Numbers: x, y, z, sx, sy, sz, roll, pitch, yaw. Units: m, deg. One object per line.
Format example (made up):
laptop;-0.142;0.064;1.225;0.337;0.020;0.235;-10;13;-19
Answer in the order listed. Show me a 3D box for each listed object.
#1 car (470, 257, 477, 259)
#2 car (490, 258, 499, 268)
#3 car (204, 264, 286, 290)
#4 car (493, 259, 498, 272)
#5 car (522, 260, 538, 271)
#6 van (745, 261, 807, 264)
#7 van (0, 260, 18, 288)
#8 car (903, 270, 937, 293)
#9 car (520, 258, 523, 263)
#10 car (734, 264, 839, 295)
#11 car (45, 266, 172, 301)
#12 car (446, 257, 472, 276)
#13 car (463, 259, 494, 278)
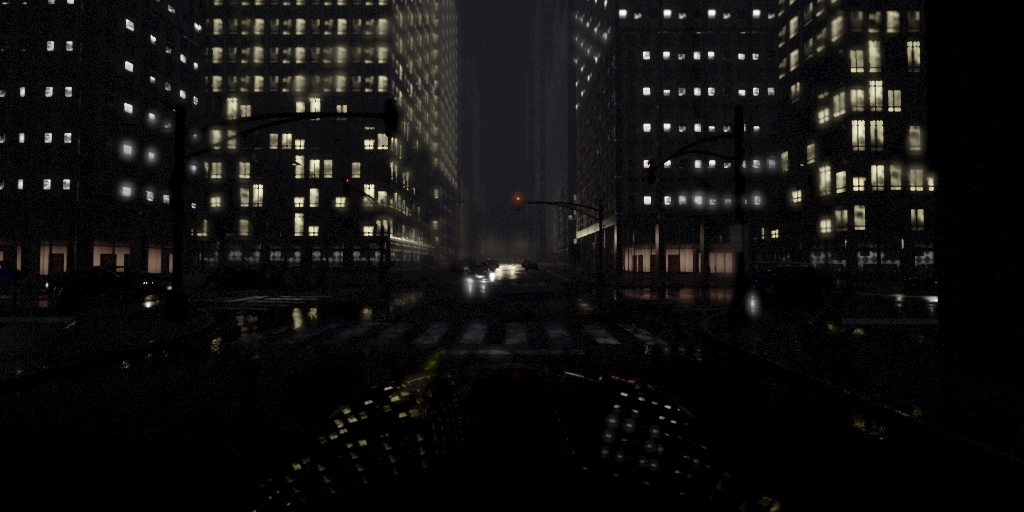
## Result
car;-5.705;1.082;48.752;2.192;1.841;5.009;0;0;0
car;-3.094;1.250;58.749;1.882;1.535;5.008;0;0;0
car;-16.499;1.255;22.162;4.097;1.591;1.967;0;0;0
car;-3.113;1.367;44.620;1.895;1.301;4.718;0;0;0
car;2.676;1.350;48.817;1.802;1.307;4.207;0;0;0
van;15.975;1.210;22.098;3.998;1.789;1.690;0;0;0
van;-33.445;1.132;22.195;3.998;1.789;1.690;0;0;0
car;24.347;1.313;19.504;5.008;1.535;1.882;0;-1;0
car;2.673;1.298;60.143;1.751;1.417;4.829;0;0;0
car;14.868;1.321;19.526;4.892;1.490;1.837;0;-1;0
car;-18.092;1.191;16.390;4.902;1.511;2.128;0;-1;0
car;-5.701;1.203;37.602;1.967;1.591;4.097;0;0;0
car;-3.112;1.310;34.523;2.033;1.411;5.357;0;0;0
